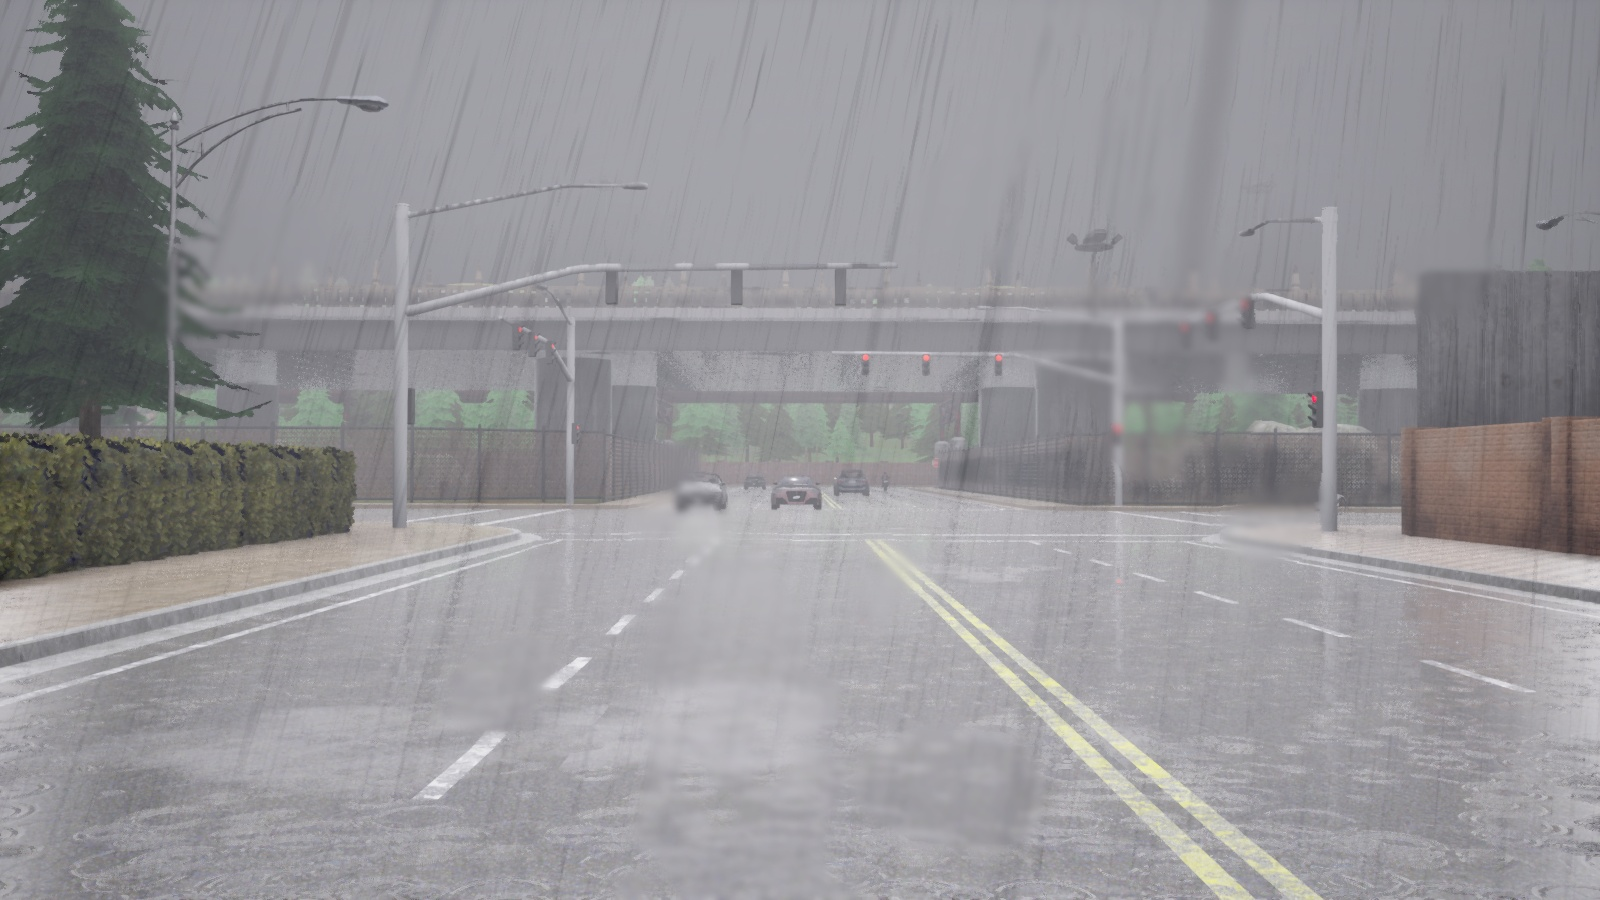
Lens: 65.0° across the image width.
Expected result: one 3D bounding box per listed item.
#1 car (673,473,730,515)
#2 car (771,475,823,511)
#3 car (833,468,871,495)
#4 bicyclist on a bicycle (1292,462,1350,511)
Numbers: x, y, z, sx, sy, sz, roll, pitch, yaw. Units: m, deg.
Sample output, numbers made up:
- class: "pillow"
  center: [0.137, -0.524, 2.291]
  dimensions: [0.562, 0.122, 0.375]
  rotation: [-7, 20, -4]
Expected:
- class: "car"
  center: [-3.617, 1.597, 46.735]
  dimensions: [1.816, 1.474, 4.193]
  rotation: [0, -1, 0]
- class: "car"
  center: [-0.126, 1.702, 50.427]
  dimensions: [1.994, 1.385, 4.181]
  rotation: [0, -2, 0]
- class: "car"
  center: [3.298, 2.000, 80.857]
  dimensions: [2.242, 1.667, 4.611]
  rotation: [0, -1, 0]
- class: "bicyclist on a bicycle"
  center: [18.956, 1.319, 45.688]
  dimensions: [1.843, 1.776, 0.659]
  rotation: [0, -1, 0]
